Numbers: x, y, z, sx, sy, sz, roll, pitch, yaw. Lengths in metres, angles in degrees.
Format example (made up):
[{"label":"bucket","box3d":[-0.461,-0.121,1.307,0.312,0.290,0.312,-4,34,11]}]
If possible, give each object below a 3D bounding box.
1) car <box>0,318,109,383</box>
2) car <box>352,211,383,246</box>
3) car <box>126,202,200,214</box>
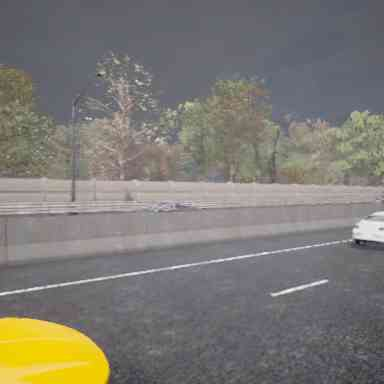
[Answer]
[{"label":"car","box3d":[-2.897,1.476,1.681,5.008,1.535,1.882,0,0,-35]},{"label":"car","box3d":[8.679,1.553,14.236,4.674,1.442,1.812,0,0,-36]},{"label":"car","box3d":[-1.686,1.348,19.864,4.902,1.511,2.128,0,0,-36]}]
